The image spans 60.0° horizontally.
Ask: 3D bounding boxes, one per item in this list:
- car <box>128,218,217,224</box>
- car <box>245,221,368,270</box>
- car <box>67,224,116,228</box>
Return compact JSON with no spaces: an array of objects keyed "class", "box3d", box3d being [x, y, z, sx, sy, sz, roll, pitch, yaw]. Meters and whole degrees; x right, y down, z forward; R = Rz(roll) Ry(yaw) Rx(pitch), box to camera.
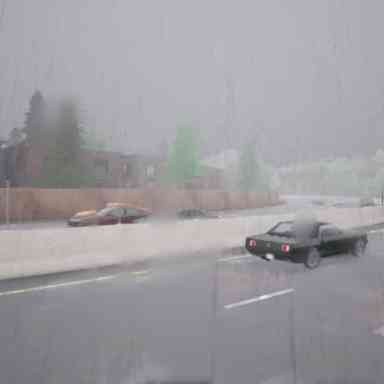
[{"class":"car","box3d":[-0.779,1.519,16.621,4.892,1.490,1.837,0,0,-38]},{"class":"car","box3d":[4.033,1.616,11.195,4.718,1.301,1.895,0,0,-39]},{"class":"car","box3d":[-4.264,1.489,18.343,5.008,1.535,1.882,0,0,-38]}]
